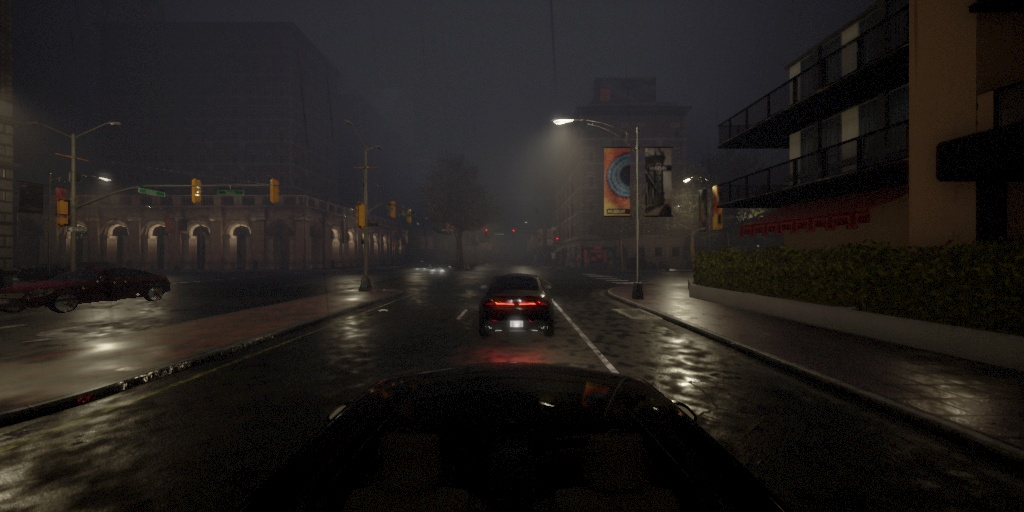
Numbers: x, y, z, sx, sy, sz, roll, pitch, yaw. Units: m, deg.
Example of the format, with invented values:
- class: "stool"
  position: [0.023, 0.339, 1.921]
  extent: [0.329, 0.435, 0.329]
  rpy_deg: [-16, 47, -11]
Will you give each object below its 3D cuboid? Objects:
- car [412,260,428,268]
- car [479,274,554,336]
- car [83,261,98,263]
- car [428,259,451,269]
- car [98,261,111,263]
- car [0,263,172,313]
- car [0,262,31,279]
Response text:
- class: "car"
  position: [-14.790, 1.314, 59.788]
  extent: [1.994, 1.385, 4.181]
  rpy_deg: [0, 0, 1]
- class: "car"
  position: [0.117, 1.255, 10.360]
  extent: [1.837, 1.490, 4.892]
  rpy_deg: [0, 0, 0]
- class: "car"
  position: [-36.857, 1.314, 28.945]
  extent: [4.181, 1.385, 1.994]
  rpy_deg: [0, 0, 0]
- class: "car"
  position: [-11.322, 1.351, 56.232]
  extent: [1.895, 1.301, 4.718]
  rpy_deg: [0, 0, 0]
- class: "car"
  position: [-37.257, 1.228, 32.445]
  extent: [5.008, 1.535, 1.882]
  rpy_deg: [0, 0, 0]
- class: "car"
  position: [-14.951, 1.089, 12.876]
  extent: [1.812, 1.442, 4.674]
  rpy_deg: [0, 0, 0]
- class: "car"
  position: [-47.094, 1.276, 32.479]
  extent: [4.674, 1.442, 1.812]
  rpy_deg: [0, 0, 1]
